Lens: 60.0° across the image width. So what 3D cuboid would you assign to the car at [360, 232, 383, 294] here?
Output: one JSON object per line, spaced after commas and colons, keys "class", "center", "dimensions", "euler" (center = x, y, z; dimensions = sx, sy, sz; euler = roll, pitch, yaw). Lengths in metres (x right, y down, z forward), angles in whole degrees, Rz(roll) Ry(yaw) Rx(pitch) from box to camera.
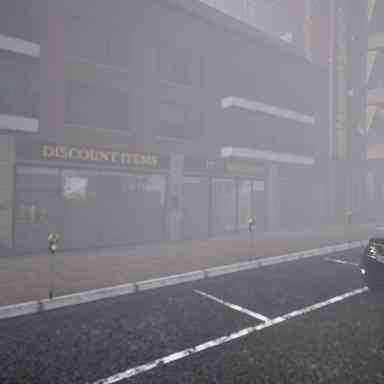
{"class": "car", "center": [6.104, 1.173, 7.581], "dimensions": [5.566, 2.045, 2.150], "euler": [0, 0, -36]}
